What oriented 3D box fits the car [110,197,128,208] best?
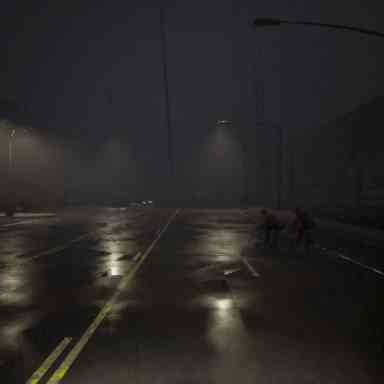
[{"bbox_3d":[-10.704,1.477,48.848,1.882,1.535,5.008,0,0,0],"label":"car"}]

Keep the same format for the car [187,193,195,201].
[{"bbox_3d":[-0.180,1.380,78.993,2.033,1.411,5.357,0,1,0],"label":"car"}]

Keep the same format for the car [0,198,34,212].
[{"bbox_3d":[-20.449,1.504,37.567,4.892,1.490,1.837,0,1,2],"label":"car"}]

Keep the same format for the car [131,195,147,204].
[{"bbox_3d":[-10.672,1.527,65.297,2.033,1.411,5.357,0,0,0],"label":"car"}]

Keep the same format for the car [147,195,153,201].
[{"bbox_3d":[-10.685,1.412,80.401,1.895,1.301,4.718,0,1,0],"label":"car"}]

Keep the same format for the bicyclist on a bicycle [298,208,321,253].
[{"bbox_3d":[4.204,1.446,12.652,0.582,1.620,1.656,0,-2,-31],"label":"bicyclist on a bicycle"}]

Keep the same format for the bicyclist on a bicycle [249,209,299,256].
[{"bbox_3d":[2.771,1.453,11.894,1.656,1.620,0.582,-3,-1,33],"label":"bicyclist on a bicycle"}]

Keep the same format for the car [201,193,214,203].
[{"bbox_3d":[3.440,1.466,68.900,1.837,1.490,4.892,0,0,0],"label":"car"}]
